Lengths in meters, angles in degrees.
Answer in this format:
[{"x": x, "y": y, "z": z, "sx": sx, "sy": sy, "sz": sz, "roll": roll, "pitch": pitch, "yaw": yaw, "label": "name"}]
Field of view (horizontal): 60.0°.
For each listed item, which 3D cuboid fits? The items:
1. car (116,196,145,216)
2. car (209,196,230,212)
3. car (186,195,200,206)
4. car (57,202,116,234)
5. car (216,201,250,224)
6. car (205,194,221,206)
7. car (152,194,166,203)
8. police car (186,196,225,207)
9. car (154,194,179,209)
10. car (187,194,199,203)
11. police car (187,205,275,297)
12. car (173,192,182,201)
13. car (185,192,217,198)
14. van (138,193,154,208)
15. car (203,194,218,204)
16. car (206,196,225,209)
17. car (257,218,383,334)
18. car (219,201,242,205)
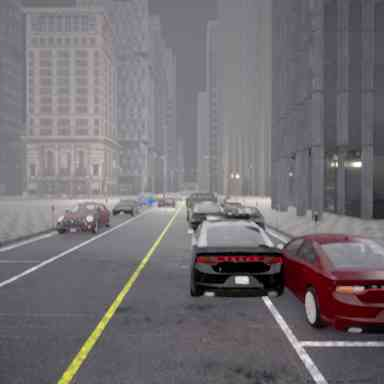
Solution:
[{"x": -5.707, "y": 1.325, "z": 29.292, "sx": 1.947, "sy": 1.339, "sz": 4.313, "roll": 0, "pitch": 0, "yaw": 0, "label": "car"}, {"x": 2.830, "y": 1.235, "z": 35.086, "sx": 1.752, "sy": 1.417, "sz": 4.829, "roll": 0, "pitch": 1, "yaw": 0, "label": "car"}, {"x": 0.122, "y": 1.121, "z": 45.533, "sx": 1.837, "sy": 1.490, "sz": 4.892, "roll": 0, "pitch": 0, "yaw": 1, "label": "car"}, {"x": -5.730, "y": 1.294, "z": 18.009, "sx": 1.967, "sy": 1.590, "sz": 4.097, "roll": 0, "pitch": 0, "yaw": 0, "label": "car"}, {"x": 2.807, "y": 1.373, "z": 23.635, "sx": 1.947, "sy": 1.339, "sz": 4.313, "roll": 0, "pitch": 0, "yaw": 0, "label": "car"}, {"x": 2.852, "y": 1.052, "z": 46.197, "sx": 1.967, "sy": 1.590, "sz": 4.097, "roll": 0, "pitch": 1, "yaw": 0, "label": "car"}, {"x": -5.650, "y": 1.062, "z": 57.495, "sx": 2.008, "sy": 1.369, "sz": 4.403, "roll": 0, "pitch": 1, "yaw": 0, "label": "car"}, {"x": 0.809, "y": 1.275, "z": 18.534, "sx": 1.930, "sy": 1.638, "sz": 5.238, "roll": 0, "pitch": 0, "yaw": -2, "label": "police car"}, {"x": -2.990, "y": 1.231, "z": 39.906, "sx": 1.994, "sy": 1.385, "sz": 4.181, "roll": 0, "pitch": 0, "yaw": 0, "label": "car"}, {"x": 0.116, "y": 1.070, "z": 58.092, "sx": 1.994, "sy": 1.385, "sz": 4.181, "roll": 0, "pitch": 1, "yaw": 0, "label": "car"}, {"x": 0.904, "y": 1.357, "z": 8.562, "sx": 1.930, "sy": 1.638, "sz": 5.238, "roll": 0, "pitch": 0, "yaw": 0, "label": "police car"}, {"x": -2.878, "y": 0.833, "z": 61.487, "sx": 2.097, "sy": 1.767, "sz": 4.553, "roll": 0, "pitch": 0, "yaw": 0, "label": "car"}, {"x": 0.725, "y": 1.023, "z": 24.480, "sx": 2.150, "sy": 2.045, "sz": 5.566, "roll": 0, "pitch": 0, "yaw": 0, "label": "car"}, {"x": -5.685, "y": 1.003, "z": 40.571, "sx": 1.690, "sy": 1.788, "sz": 3.998, "roll": 0, "pitch": 1, "yaw": 0, "label": "van"}, {"x": 2.864, "y": 1.112, "z": 51.838, "sx": 2.008, "sy": 1.369, "sz": 4.403, "roll": 0, "pitch": 1, "yaw": 0, "label": "car"}, {"x": 2.841, "y": 1.212, "z": 40.557, "sx": 2.008, "sy": 1.369, "sz": 4.403, "roll": 0, "pitch": 1, "yaw": 0, "label": "car"}, {"x": 2.773, "y": 1.490, "z": 6.714, "sx": 1.887, "sy": 1.381, "sz": 4.507, "roll": 0, "pitch": 0, "yaw": 0, "label": "car"}, {"x": 2.796, "y": 1.404, "z": 17.995, "sx": 2.008, "sy": 1.369, "sz": 4.403, "roll": 0, "pitch": 0, "yaw": 0, "label": "car"}]
